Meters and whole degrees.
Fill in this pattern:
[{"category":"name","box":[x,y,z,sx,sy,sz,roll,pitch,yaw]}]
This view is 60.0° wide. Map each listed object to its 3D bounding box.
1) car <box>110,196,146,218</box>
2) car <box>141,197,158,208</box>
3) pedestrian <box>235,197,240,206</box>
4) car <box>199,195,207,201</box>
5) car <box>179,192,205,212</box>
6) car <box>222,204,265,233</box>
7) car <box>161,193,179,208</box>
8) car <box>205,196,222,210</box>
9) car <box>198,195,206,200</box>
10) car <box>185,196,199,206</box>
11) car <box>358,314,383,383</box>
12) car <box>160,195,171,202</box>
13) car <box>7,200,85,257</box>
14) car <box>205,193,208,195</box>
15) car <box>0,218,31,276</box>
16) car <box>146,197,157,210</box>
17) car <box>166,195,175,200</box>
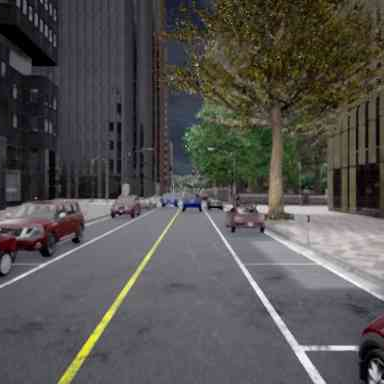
[{"category":"car","box":[-5.769,1.253,29.574,2.192,1.841,5.009,0,0,0]},{"category":"car","box":[-5.775,1.433,45.942,1.752,1.417,4.829,0,0,0]},{"category":"pedestrian","box":[2.994,1.247,22.179,0.375,1.860,0.375,0,0,0]},{"category":"car","box":[2.739,1.426,83.701,1.947,1.339,4.313,0,0,0]},{"category":"car","box":[0.032,1.143,37.904,2.150,2.045,5.566,0,0,0]},{"category":"car","box":[2.995,1.486,19.341,1.812,1.442,4.674,0,0,0]},{"category":"car","box":[-3.042,1.129,46.862,2.150,2.045,5.566,0,0,1]},{"category":"car","box":[2.752,1.484,40.610,1.947,1.339,4.313,0,0,0]},{"category":"car","box":[2.738,1.407,89.157,2.008,1.369,4.403,0,0,0]},{"category":"car","box":[0.006,1.397,52.467,2.128,1.511,4.902,0,0,1]},{"category":"car","box":[2.764,1.436,2.019,1.967,1.590,4.097,0,0,0]},{"category":"car","box":[-5.783,1.435,72.777,1.947,1.339,4.313,0,0,0]},{"category":"car","box":[-5.765,1.287,13.036,2.192,1.841,5.009,0,0,0]},{"category":"car","box":[2.742,1.184,72.788,2.192,1.841,5.009,0,0,0]},{"category":"car","box":[-5.763,1.528,7.524,1.887,1.381,4.507,0,0,0]},{"category":"car","box":[-5.773,1.468,40.599,2.008,1.369,4.403,0,0,0]},{"category":"car","box":[-5.788,1.407,89.147,2.008,1.369,4.403,0,0,0]}]
